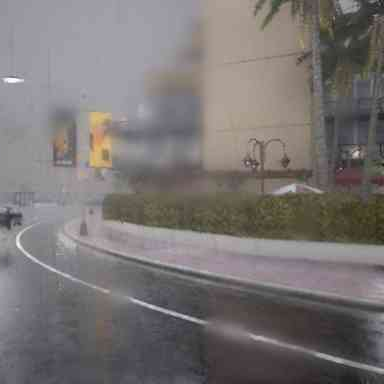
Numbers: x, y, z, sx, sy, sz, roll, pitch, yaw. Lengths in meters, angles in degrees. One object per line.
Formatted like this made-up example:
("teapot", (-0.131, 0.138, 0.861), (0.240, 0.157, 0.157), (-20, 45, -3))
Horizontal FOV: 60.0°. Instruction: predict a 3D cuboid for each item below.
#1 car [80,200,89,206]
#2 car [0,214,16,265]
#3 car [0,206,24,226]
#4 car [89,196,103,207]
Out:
("car", (-20.848, 2.250, 68.028), (1.895, 1.301, 4.718), (-1, 0, 20))
("car", (-7.474, 1.659, 11.394), (1.812, 1.442, 4.674), (0, 0, -36))
("car", (-13.217, 1.738, 23.215), (1.882, 1.535, 5.008), (0, 0, -15))
("car", (-17.555, 1.849, 66.851), (2.150, 2.045, 5.566), (-1, 0, 20))
